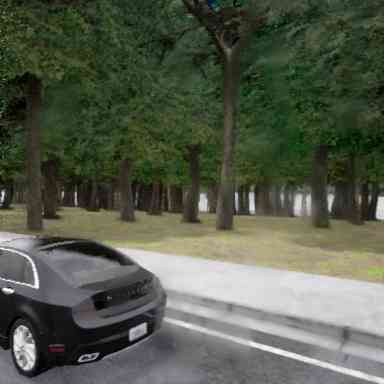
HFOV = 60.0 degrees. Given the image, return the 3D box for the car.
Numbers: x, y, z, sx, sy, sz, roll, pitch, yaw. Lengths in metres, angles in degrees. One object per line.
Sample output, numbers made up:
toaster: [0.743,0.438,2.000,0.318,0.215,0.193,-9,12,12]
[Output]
car: [-2.656,1.517,5.581,4.892,1.490,1.837,0,0,35]
